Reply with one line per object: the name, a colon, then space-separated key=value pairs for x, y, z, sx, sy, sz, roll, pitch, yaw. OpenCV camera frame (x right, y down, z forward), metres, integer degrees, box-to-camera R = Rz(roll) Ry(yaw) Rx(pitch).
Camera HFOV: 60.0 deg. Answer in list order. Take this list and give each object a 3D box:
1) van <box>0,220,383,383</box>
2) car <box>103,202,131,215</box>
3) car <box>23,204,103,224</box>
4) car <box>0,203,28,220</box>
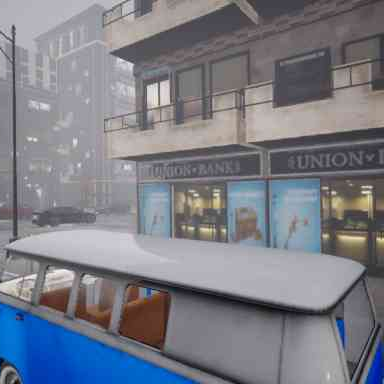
van: x=-0.399 y=1.342 z=3.144 sx=3.998 sy=1.788 sz=1.690 roll=0 pitch=-1 yaw=36
car: x=-8.574 y=1.799 z=36.365 sx=1.947 sy=1.339 sz=4.313 roll=-2 pitch=-1 yaw=36
car: x=-8.499 y=1.584 z=22.314 sx=1.947 sy=1.339 sz=4.313 roll=-2 pitch=-1 yaw=36
car: x=-15.252 y=1.609 z=27.280 sx=1.967 sy=1.590 sz=4.097 roll=-2 pitch=-1 yaw=36
